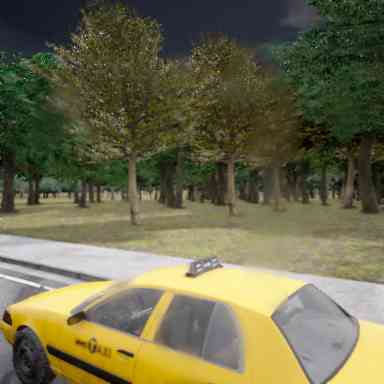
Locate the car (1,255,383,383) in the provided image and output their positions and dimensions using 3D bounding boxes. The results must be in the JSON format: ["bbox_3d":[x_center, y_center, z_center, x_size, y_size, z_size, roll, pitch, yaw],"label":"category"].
[{"bbox_3d":[-0.108,1.478,3.637,5.366,1.575,1.801,-1,0,35],"label":"car"}]
